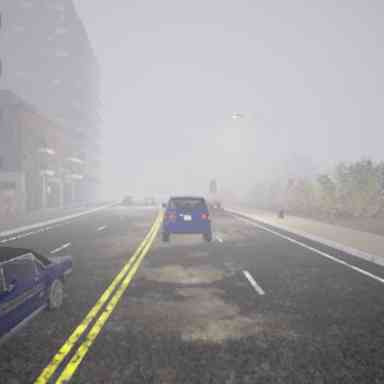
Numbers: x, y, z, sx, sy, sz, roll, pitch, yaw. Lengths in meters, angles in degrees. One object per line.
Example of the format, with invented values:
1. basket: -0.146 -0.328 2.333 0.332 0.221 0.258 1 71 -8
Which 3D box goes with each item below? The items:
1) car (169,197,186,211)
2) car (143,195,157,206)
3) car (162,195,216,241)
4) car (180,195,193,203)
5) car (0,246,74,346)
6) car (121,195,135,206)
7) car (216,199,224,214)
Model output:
1. car: -1.742 1.374 38.355 1.812 1.442 4.674 0 0 -5
2. car: -6.462 1.291 51.231 2.128 1.511 4.902 0 0 -6
3. car: -0.305 1.160 16.445 2.150 2.045 5.566 0 0 -3
4. car: -1.086 1.259 61.293 1.812 1.442 4.674 0 0 -8
5. car: -3.423 1.590 4.905 1.895 1.301 4.718 0 0 -1
6. car: -9.684 1.315 50.804 1.837 1.490 4.892 0 0 -6
7. car: 1.962 1.408 33.395 2.033 1.411 5.357 0 0 -5
